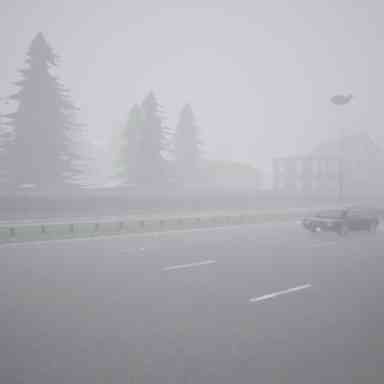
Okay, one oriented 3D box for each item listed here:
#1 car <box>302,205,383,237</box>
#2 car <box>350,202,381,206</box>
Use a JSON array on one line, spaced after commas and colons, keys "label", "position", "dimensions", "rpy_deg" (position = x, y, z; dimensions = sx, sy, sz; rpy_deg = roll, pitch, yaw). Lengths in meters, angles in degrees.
[{"label": "car", "position": [8.251, 1.621, 18.216], "dimensions": [4.718, 1.301, 1.895], "rpy_deg": [0, 0, -35]}, {"label": "car", "position": [14.008, 1.523, 26.613], "dimensions": [4.902, 1.511, 2.128], "rpy_deg": [0, 0, -35]}]
